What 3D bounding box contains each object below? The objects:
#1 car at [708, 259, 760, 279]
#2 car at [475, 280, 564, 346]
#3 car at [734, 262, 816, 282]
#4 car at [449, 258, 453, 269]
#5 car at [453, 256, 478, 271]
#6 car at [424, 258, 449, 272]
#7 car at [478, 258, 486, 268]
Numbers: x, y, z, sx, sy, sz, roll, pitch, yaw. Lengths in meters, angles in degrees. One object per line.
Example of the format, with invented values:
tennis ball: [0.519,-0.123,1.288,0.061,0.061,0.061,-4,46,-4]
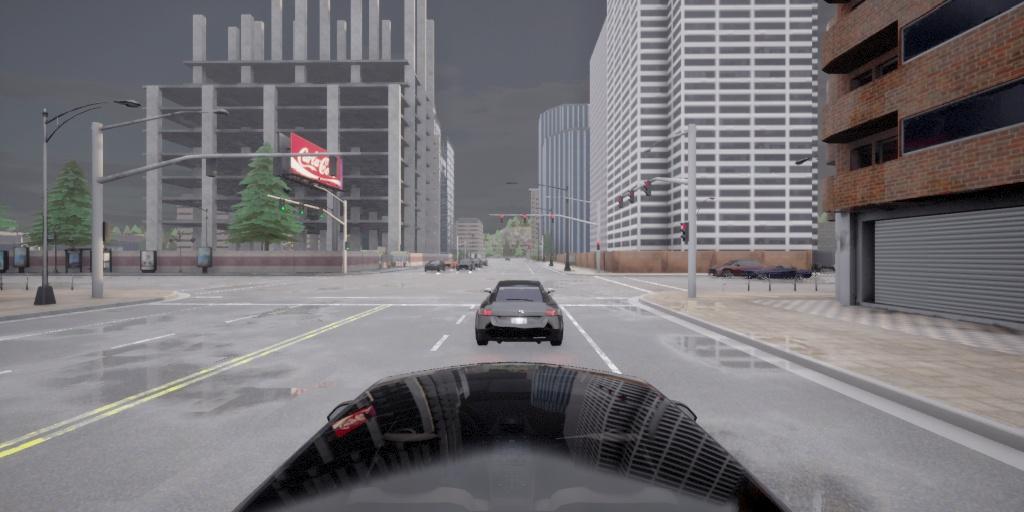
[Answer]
car: [20.232,1.103,32.294,4.553,1.767,2.097,0,0,1]
car: [0.194,1.314,9.452,1.994,1.385,4.181,0,0,1]
car: [21.020,1.351,28.784,4.718,1.301,1.895,0,0,1]
car: [-9.640,1.102,55.026,2.097,1.767,4.553,0,0,1]
car: [-6.253,1.102,48.848,2.097,1.767,4.553,0,0,1]
car: [-9.811,1.228,45.995,1.882,1.535,5.008,0,0,1]
car: [-6.056,1.102,59.031,2.097,1.767,4.553,0,0,1]
